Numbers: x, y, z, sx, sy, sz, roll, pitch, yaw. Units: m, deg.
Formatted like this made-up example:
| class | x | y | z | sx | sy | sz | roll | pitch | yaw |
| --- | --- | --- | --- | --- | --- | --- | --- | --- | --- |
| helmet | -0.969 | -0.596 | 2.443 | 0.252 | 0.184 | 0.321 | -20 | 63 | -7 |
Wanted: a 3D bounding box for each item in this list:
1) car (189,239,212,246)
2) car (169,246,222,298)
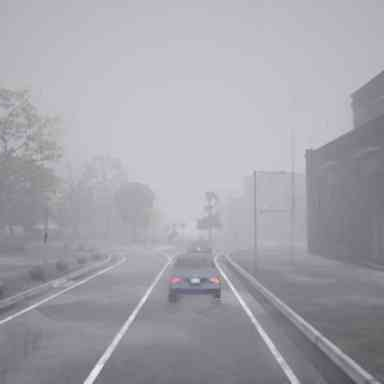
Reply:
| class | x | y | z | sx | sy | sz | roll | pitch | yaw |
| --- | --- | --- | --- | --- | --- | --- | --- | --- | --- |
| car | 0.752 | 4.813 | 29.015 | 1.994 | 1.385 | 4.181 | -1 | -6 | 5 |
| car | 0.102 | 3.104 | 12.975 | 2.033 | 1.411 | 5.357 | 0 | -6 | 0 |
